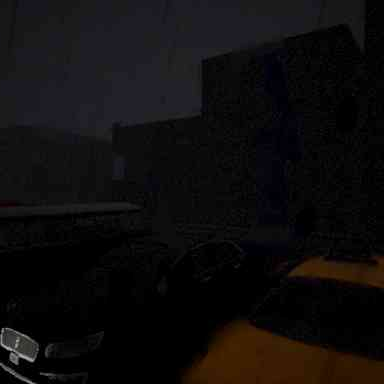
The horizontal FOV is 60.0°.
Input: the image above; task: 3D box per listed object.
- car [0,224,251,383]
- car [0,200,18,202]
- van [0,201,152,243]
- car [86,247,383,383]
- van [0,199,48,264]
[{"bbox_3d":[-0.456,1.482,5.480,2.231,1.521,4.892,0,0,36],"label":"car"},{"bbox_3d":[-4.975,1.229,8.731,2.435,2.045,5.566,0,0,36],"label":"car"},{"bbox_3d":[-2.658,1.255,7.187,1.878,1.987,4.442,0,0,36],"label":"van"},{"bbox_3d":[1.698,1.477,3.708,1.946,1.575,5.366,0,0,36],"label":"car"},{"bbox_3d":[-7.088,1.254,10.347,1.878,1.987,4.442,0,0,36],"label":"van"}]
